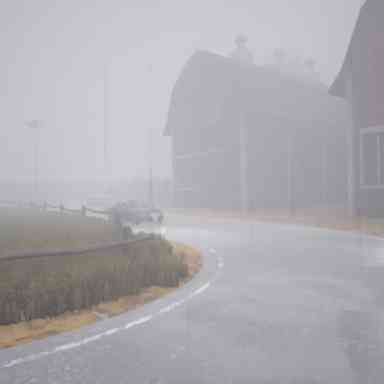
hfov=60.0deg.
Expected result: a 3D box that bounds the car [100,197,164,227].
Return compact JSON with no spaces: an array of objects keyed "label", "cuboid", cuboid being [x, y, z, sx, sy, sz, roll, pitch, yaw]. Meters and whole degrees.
[{"label":"car","cuboid":[-3.642,1.252,21.065,2.128,1.511,4.902,-2,1,-38]}]

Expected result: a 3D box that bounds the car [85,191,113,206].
[{"label":"car","cuboid":[-12.337,1.065,44.481,1.882,1.535,5.008,-1,1,1]}]
